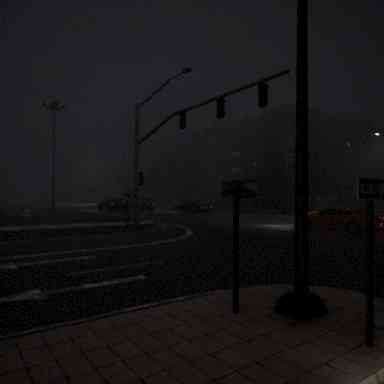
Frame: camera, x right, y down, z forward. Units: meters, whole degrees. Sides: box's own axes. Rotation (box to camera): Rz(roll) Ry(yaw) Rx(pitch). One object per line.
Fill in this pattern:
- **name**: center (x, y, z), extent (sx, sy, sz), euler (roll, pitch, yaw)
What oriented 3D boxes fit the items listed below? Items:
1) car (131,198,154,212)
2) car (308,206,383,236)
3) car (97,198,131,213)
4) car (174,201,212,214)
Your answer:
- **car**: center (-6.536, 1.466, 40.645), extent (2.097, 1.767, 4.553), euler (0, 0, -36)
- **car**: center (8.621, 1.595, 19.722), extent (1.882, 1.535, 5.008), euler (0, 0, -36)
- **car**: center (-9.296, 1.444, 38.487), extent (2.097, 1.767, 4.553), euler (0, 0, -36)
- **car**: center (0.049, 1.686, 37.518), extent (2.033, 1.411, 5.357), euler (0, 0, -36)
